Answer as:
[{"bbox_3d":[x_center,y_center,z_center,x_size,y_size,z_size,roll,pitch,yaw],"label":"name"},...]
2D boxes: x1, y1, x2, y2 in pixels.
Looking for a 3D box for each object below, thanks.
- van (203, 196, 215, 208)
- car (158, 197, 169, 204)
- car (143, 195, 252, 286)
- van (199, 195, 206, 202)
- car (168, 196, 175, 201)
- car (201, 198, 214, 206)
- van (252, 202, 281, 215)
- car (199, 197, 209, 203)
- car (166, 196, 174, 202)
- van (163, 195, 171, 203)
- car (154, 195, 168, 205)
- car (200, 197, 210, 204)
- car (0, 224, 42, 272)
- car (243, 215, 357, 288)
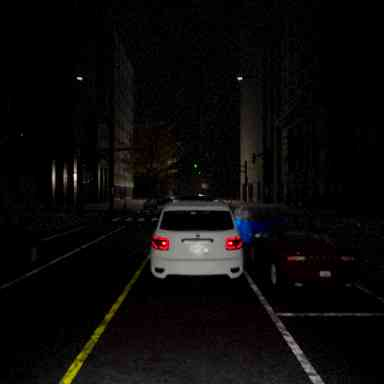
[{"bbox_3d":[2.694,1.509,52.642,1.690,1.788,3.998,0,0,0],"label":"van"},{"bbox_3d":[-5.854,1.778,68.390,2.008,1.369,4.403,0,0,0],"label":"car"},{"bbox_3d":[0.095,1.251,9.629,2.150,2.045,5.566,0,0,0],"label":"car"},{"bbox_3d":[2.649,1.636,85.121,1.690,1.788,3.998,0,0,0],"label":"van"},{"bbox_3d":[-5.890,1.861,94.665,1.752,1.417,4.829,0,0,0],"label":"car"},{"bbox_3d":[2.685,1.753,58.054,1.947,1.339,4.313,0,0,0],"label":"car"},{"bbox_3d":[2.760,1.383,14.658,1.690,1.788,3.998,0,0,0],"label":"van"},{"bbox_3d":[2.663,1.801,74.294,2.008,1.369,4.403,0,0,0],"label":"car"},{"bbox_3d":[-5.883,1.880,89.545,1.947,1.339,4.313,0,0,0],"label":"car"},{"bbox_3d":[-5.868,1.611,78.968,1.690,1.788,3.998,0,0,0],"label":"van"},{"bbox_3d":[-5.846,1.522,63.102,2.192,1.841,5.009,0,0,0],"label":"car"},{"bbox_3d":[2.670,1.811,68.881,1.802,1.307,4.206,0,0,0],"label":"car"},{"bbox_3d":[-5.789,1.571,9.139,1.887,1.381,4.507,0,0,0],"label":"car"},{"bbox_3d":[2.766,1.570,9.132,1.887,1.381,4.507,0,0,0],"label":"car"}]
